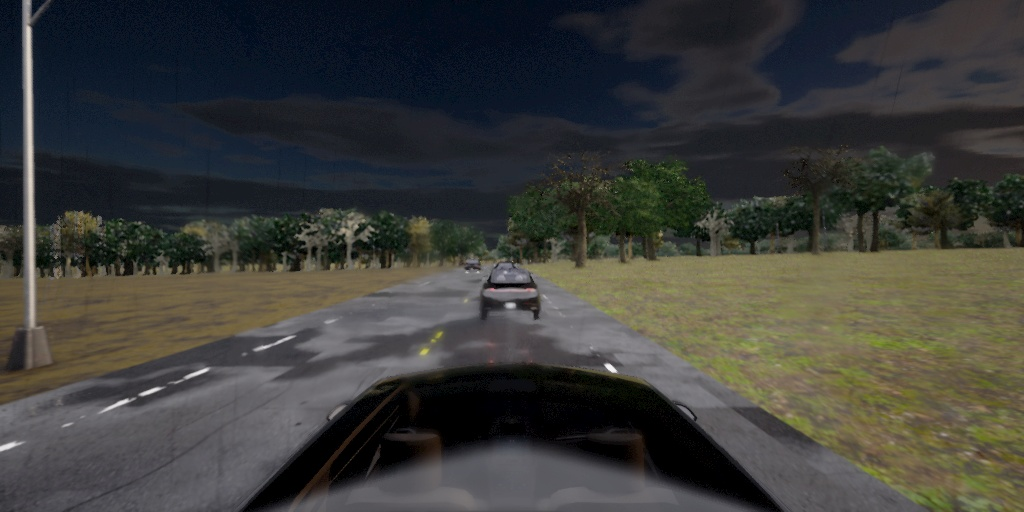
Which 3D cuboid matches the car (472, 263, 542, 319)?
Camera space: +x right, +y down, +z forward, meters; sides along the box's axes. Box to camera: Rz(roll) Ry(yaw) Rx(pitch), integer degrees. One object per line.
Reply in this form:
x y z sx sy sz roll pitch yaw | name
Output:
-0.070 1.161 12.400 2.128 1.511 4.902 0 0 -1 | car

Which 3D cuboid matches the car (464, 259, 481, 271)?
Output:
-4.736 1.104 44.161 2.033 1.411 5.357 0 0 -2 | car
